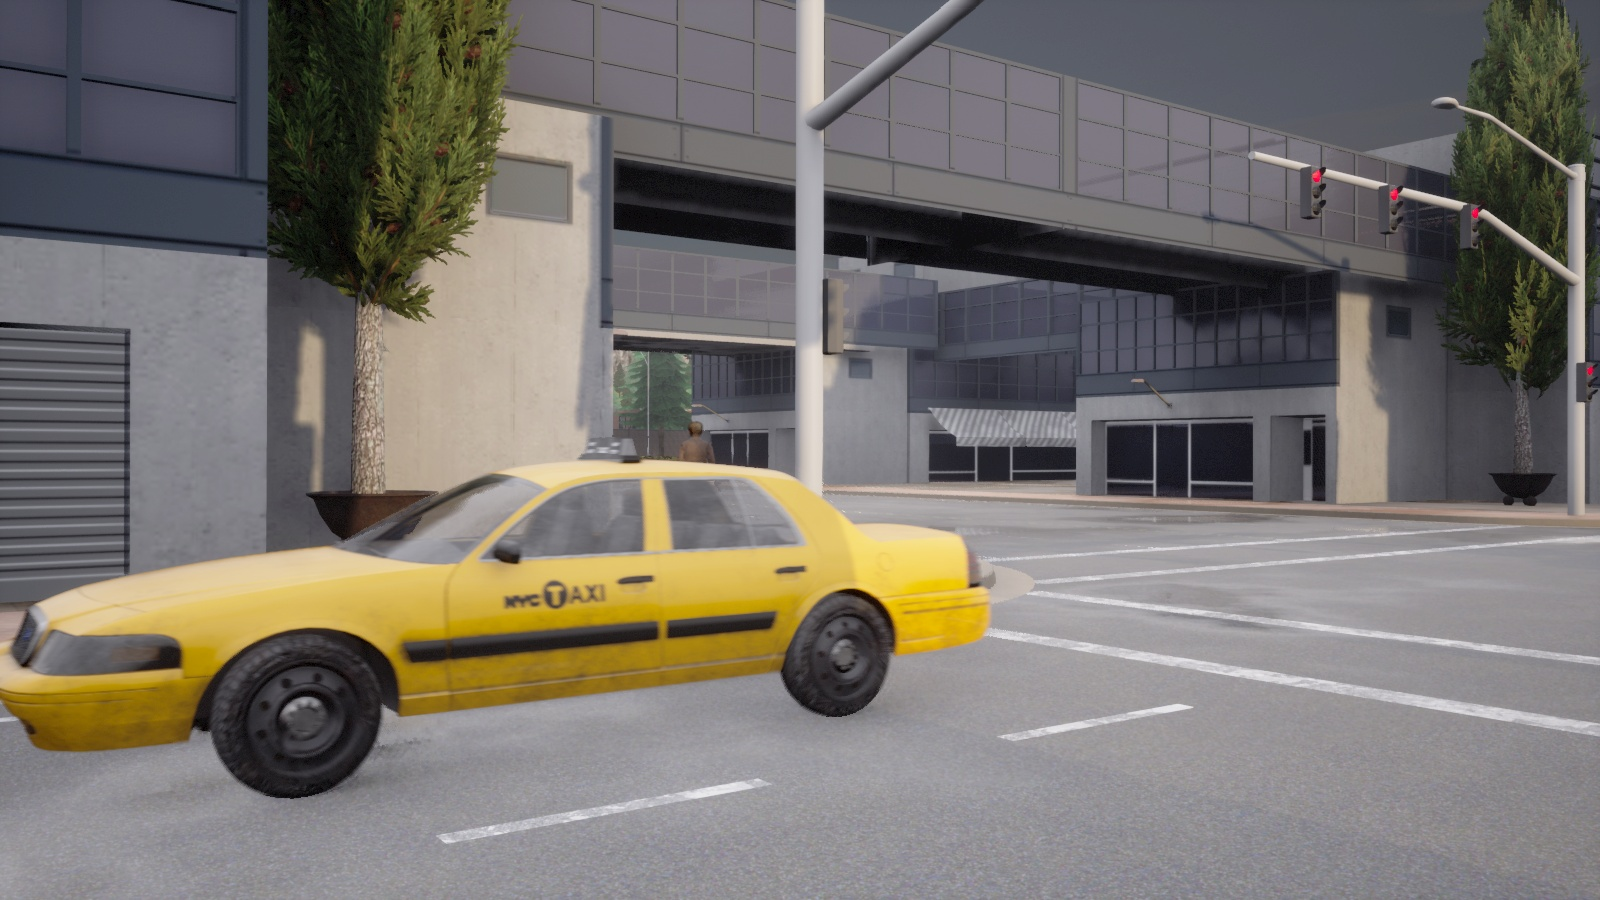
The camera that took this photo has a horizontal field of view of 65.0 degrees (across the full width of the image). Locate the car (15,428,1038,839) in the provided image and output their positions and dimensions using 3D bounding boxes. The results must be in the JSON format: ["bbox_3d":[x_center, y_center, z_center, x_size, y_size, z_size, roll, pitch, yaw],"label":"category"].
[{"bbox_3d":[-1.212,0.704,7.095,5.366,1.575,1.801,0,0,-35],"label":"car"}]

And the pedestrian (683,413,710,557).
[{"bbox_3d":[-1.351,0.446,16.356,0.331,1.846,0.634,0,0,-7],"label":"pedestrian"}]
